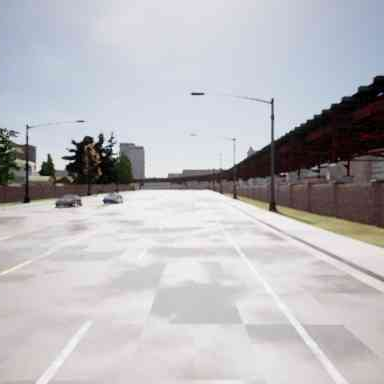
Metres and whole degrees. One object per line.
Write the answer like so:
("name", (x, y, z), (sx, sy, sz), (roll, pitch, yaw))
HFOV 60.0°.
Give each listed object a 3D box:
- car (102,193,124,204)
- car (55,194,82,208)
("car", (-10.538, 0.878, 44.824), (2.033, 1.411, 5.357), (0, 1, 0))
("car", (-14.086, 1.009, 38.271), (1.812, 1.442, 4.674), (0, 1, 0))
